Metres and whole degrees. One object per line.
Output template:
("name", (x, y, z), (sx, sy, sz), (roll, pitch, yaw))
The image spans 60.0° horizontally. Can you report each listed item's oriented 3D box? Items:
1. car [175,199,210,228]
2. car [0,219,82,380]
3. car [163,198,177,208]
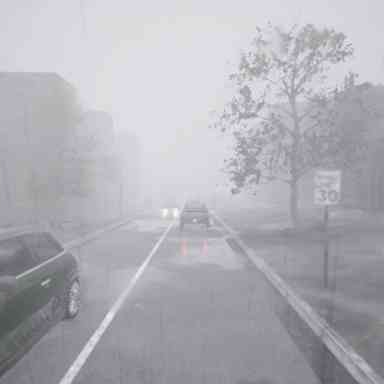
("car", (0.182, 1.485, 22.274), (2.128, 1.511, 4.902), (0, 0, 0))
("car", (-3.087, 1.351, 4.227), (2.097, 1.767, 4.553), (0, 0, 0))
("car", (-2.904, 1.537, 46.483), (1.895, 1.301, 4.718), (0, 1, 1))
